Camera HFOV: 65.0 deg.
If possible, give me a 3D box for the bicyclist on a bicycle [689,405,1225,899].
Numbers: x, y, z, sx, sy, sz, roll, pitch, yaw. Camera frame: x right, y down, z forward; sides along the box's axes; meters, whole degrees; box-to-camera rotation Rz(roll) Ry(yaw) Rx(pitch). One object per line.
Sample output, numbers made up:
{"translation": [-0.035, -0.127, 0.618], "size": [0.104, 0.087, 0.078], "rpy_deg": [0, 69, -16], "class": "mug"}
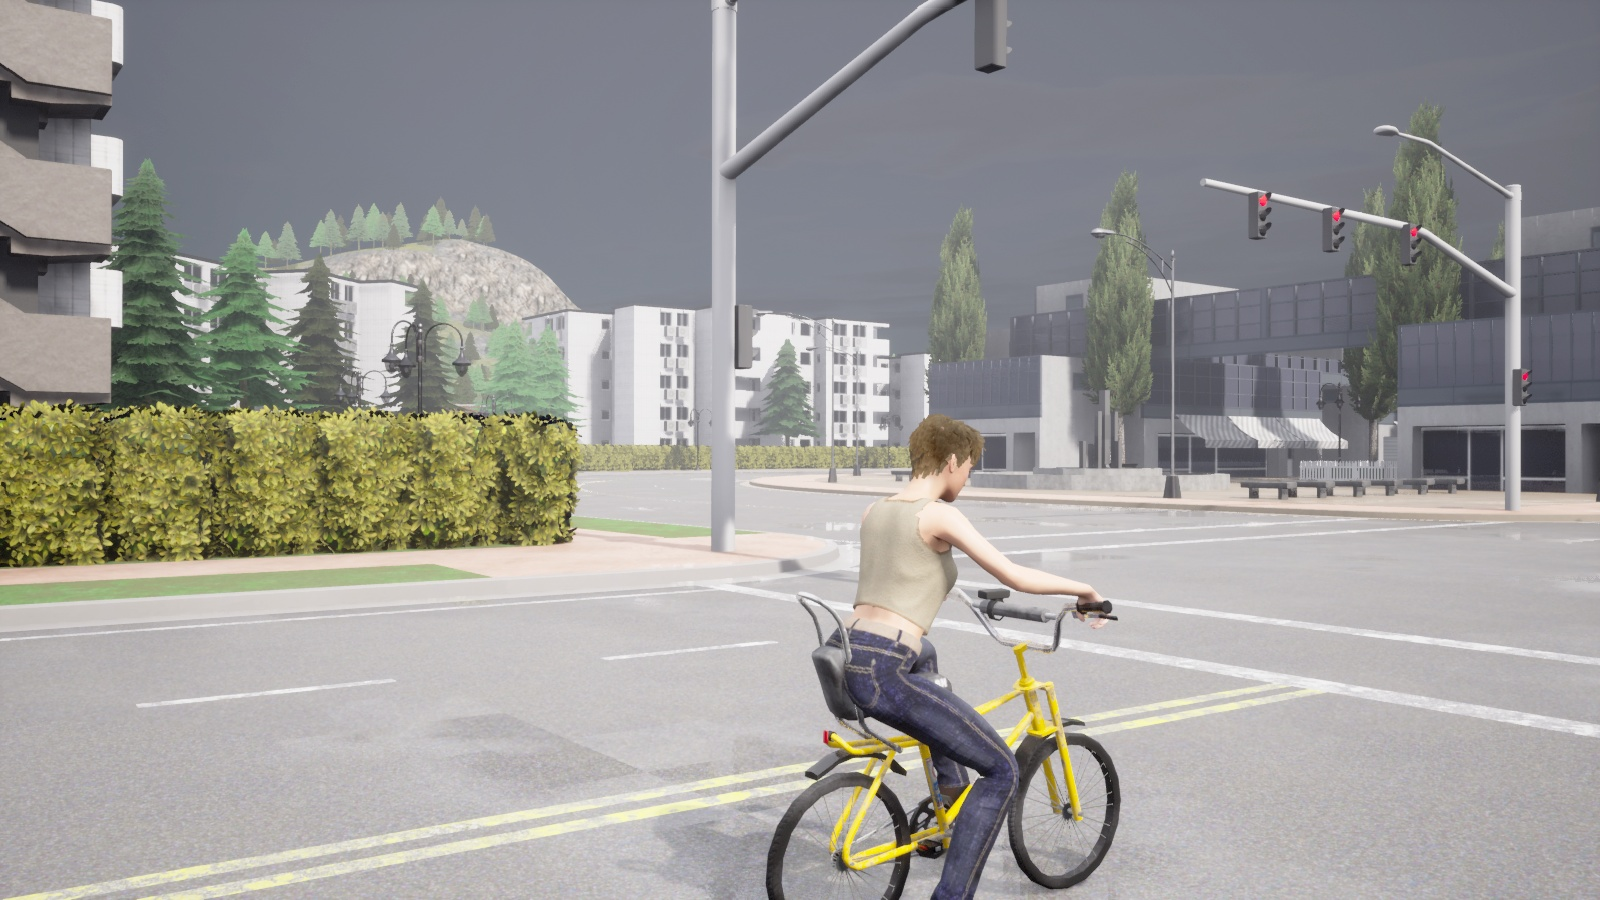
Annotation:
{"translation": [0.520, 0.690, 4.026], "size": [1.509, 1.612, 0.866], "rpy_deg": [0, 0, -35], "class": "bicyclist on a bicycle"}
